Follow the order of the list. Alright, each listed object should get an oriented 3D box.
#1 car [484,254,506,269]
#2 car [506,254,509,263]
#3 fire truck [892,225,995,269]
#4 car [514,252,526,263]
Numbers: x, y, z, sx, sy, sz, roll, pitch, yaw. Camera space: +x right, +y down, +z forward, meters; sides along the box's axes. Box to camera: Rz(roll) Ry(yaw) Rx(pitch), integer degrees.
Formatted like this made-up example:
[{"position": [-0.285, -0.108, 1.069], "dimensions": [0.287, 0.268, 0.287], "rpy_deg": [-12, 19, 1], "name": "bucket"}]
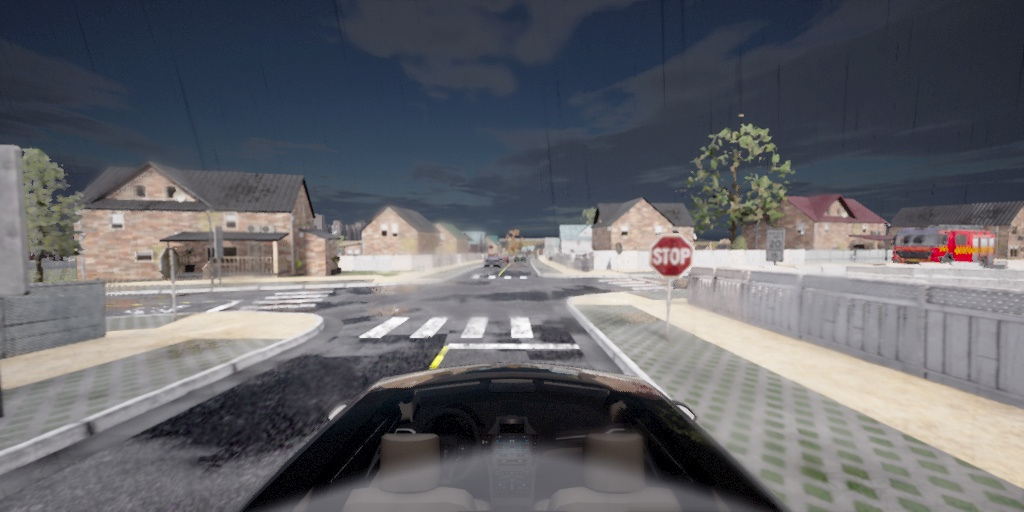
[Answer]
[{"position": [-2.185, 0.703, 42.127], "dimensions": [2.033, 1.411, 5.357], "rpy_deg": [0, 1, 2], "name": "car"}, {"position": [-1.471, 0.432, 60.874], "dimensions": [1.882, 1.535, 5.008], "rpy_deg": [0, 0, 3], "name": "car"}, {"position": [37.674, -0.739, 31.299], "dimensions": [8.468, 3.827, 2.891], "rpy_deg": [-1, 3, -17], "name": "fire truck"}, {"position": [1.478, 0.273, 65.163], "dimensions": [2.097, 1.767, 4.553], "rpy_deg": [0, 1, 3], "name": "car"}]
